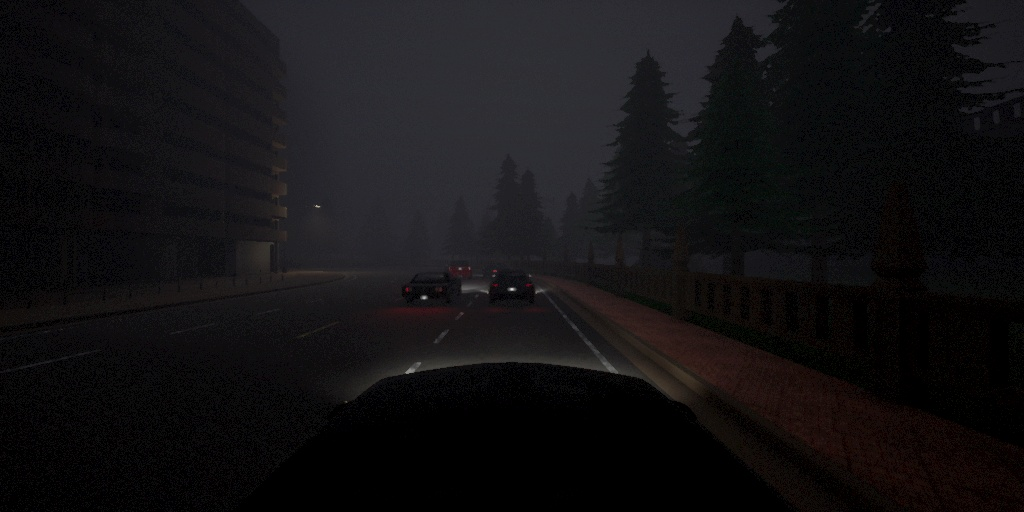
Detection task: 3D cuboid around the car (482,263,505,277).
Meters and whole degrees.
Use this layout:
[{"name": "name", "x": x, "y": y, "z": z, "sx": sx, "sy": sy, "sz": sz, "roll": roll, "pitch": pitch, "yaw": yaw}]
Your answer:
[{"name": "car", "x": -1.452, "y": 1.313, "z": 32.727, "sx": 2.033, "sy": 1.411, "sz": 5.357, "roll": 0, "pitch": 0, "yaw": -15}]

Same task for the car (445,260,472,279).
[{"name": "car", "x": -4.829, "y": 1.116, "z": 31.807, "sx": 2.097, "sy": 1.767, "sz": 4.553, "roll": 0, "pitch": 0, "yaw": -15}]

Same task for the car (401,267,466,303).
[{"name": "car", "x": -3.500, "y": 1.366, "z": 16.530, "sx": 1.895, "sy": 1.301, "sz": 4.718, "roll": 0, "pitch": 0, "yaw": 0}]

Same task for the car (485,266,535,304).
[{"name": "car", "x": 0.000, "y": 1.322, "z": 16.500, "sx": 1.994, "sy": 1.385, "sz": 4.181, "roll": 0, "pitch": 0, "yaw": 0}]
